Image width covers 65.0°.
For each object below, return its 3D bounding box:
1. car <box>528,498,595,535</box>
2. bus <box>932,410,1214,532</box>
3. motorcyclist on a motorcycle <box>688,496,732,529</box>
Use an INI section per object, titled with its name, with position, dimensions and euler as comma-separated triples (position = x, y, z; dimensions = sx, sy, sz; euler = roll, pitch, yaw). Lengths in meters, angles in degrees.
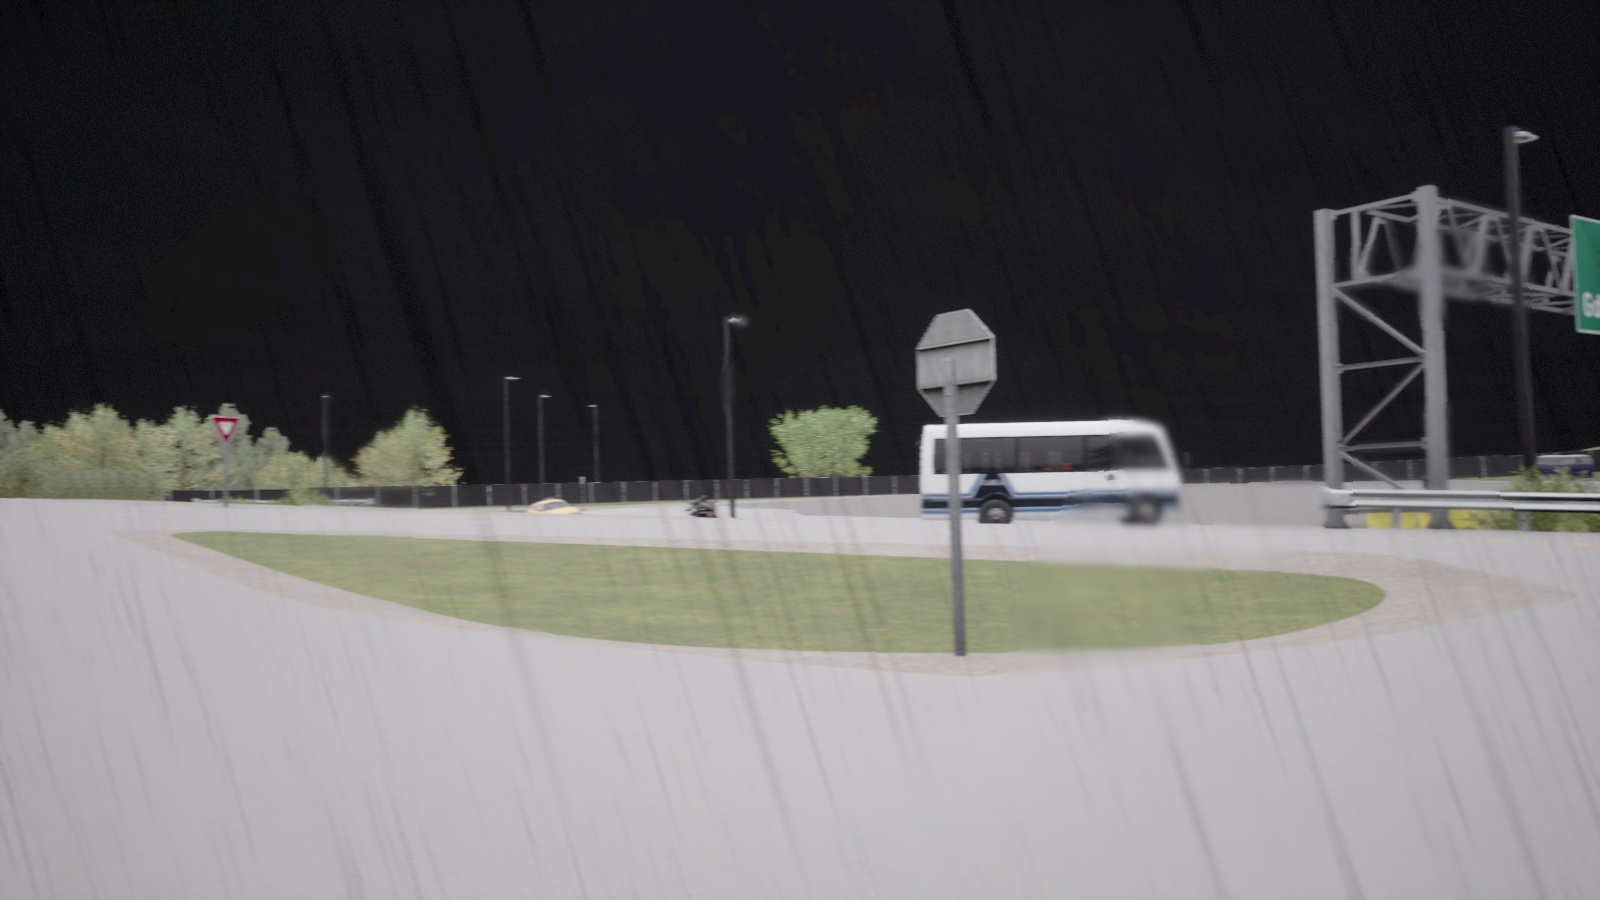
[car]
position = -12.568, 3.460, 65.937
dimensions = 1.801, 1.575, 5.366
euler = -10, 2, -27
[bus]
position = 10.482, 0.831, 49.461
dimensions = 10.273, 4.253, 3.944
euler = -2, -1, 4
[motorcyclist on a motorcycle]
position = -4.332, 2.997, 60.319
dimensions = 0.866, 1.530, 2.191
euler = 0, -2, -42
